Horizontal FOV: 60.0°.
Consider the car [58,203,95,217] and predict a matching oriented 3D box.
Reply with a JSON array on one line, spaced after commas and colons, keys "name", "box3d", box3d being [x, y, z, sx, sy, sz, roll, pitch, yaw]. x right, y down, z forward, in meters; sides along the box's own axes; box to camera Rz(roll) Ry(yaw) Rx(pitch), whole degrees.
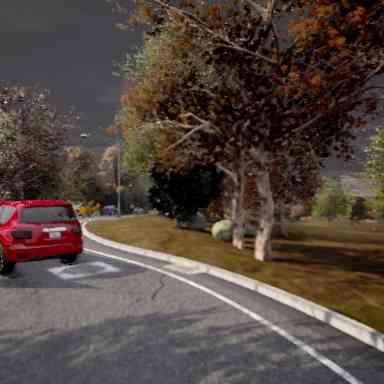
[{"name": "car", "box3d": [-13.380, 2.086, 38.840, 1.882, 1.535, 5.008, -1, -3, 9]}]

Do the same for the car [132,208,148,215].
[{"name": "car", "box3d": [-9.707, 3.824, 62.191, 1.837, 1.490, 4.892, -1, -5, 9]}]

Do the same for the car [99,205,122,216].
[{"name": "car", "box3d": [-11.850, 2.704, 48.664, 1.837, 1.490, 4.892, -1, -4, 10]}]

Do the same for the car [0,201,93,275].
[{"name": "car", "box3d": [-5.743, 1.309, 11.116, 5.566, 2.045, 2.150, -1, -1, 44]}]
